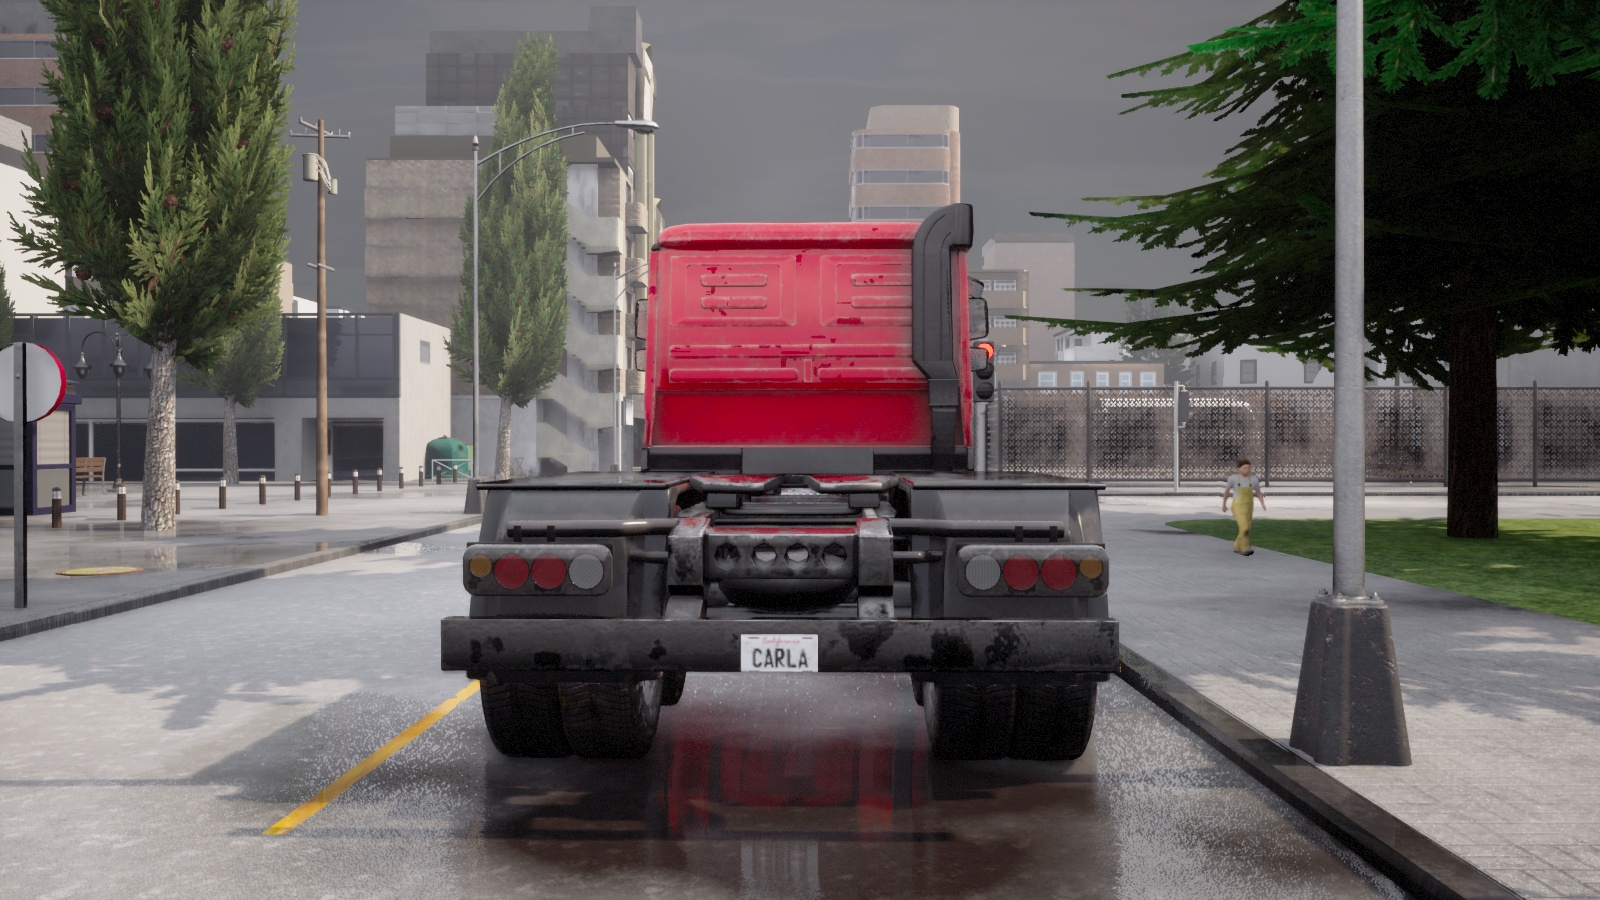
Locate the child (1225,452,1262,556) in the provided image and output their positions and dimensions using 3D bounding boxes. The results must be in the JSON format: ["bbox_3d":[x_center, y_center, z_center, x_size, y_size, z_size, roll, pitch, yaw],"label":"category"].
[{"bbox_3d":[5.481,0.653,15.522,0.270,1.263,0.437,0,0,-6],"label":"child"}]

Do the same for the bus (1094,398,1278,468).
[{"bbox_3d":[23.857,-1.052,78.208,10.273,4.253,3.944,0,0,2],"label":"bus"}]

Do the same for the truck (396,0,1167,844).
[{"bbox_3d":[0.020,-0.284,8.679,2.891,3.462,7.936,0,0,1],"label":"truck"}]
